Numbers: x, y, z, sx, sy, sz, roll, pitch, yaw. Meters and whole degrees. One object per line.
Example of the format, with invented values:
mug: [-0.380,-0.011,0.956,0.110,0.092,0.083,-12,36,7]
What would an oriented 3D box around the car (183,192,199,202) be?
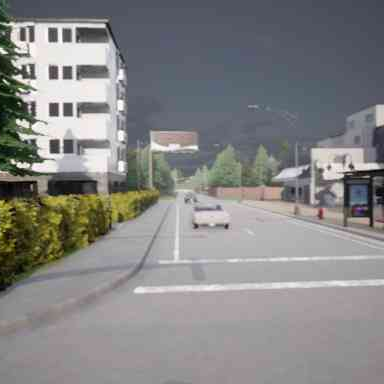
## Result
car: [-0.194,0.794,45.067,1.837,1.490,4.892,-1,1,-2]

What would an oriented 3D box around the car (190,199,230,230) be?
car: [0.909,1.277,18.621,1.895,1.301,4.718,-1,1,-2]
